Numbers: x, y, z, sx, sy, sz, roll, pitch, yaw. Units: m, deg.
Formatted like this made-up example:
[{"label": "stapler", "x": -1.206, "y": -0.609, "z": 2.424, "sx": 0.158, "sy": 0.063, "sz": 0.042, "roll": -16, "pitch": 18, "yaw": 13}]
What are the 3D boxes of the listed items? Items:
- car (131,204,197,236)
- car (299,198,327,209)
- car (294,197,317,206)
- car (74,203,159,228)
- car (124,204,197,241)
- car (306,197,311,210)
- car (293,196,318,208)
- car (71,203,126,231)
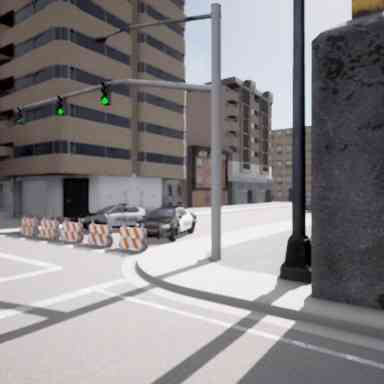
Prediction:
[{"label": "car", "x": -1.238, "y": 1.290, "z": 16.828, "sx": 1.853, "sy": 1.218, "sz": 4.536, "roll": 0, "pitch": 0, "yaw": 16}, {"label": "car", "x": 14.069, "y": 1.290, "z": 38.585, "sx": 1.853, "sy": 1.218, "sz": 4.536, "roll": 0, "pitch": 0, "yaw": 36}, {"label": "car", "x": 16.284, "y": 1.288, "z": 47.501, "sx": 1.853, "sy": 1.218, "sz": 4.536, "roll": 0, "pitch": 0, "yaw": 36}, {"label": "car", "x": -4.397, "y": 1.288, "z": 19.492, "sx": 4.536, "sy": 1.218, "sz": 1.853, "roll": 0, "pitch": 0, "yaw": -29}, {"label": "car", "x": -1.252, "y": 1.447, "z": 16.778, "sx": 2.038, "sy": 1.542, "sz": 4.974, "roll": 0, "pitch": 0, "yaw": 16}, {"label": "car", "x": 14.039, "y": 1.448, "z": 38.543, "sx": 2.038, "sy": 1.542, "sz": 4.974, "roll": 0, "pitch": 0, "yaw": 36}, {"label": "car", "x": 16.254, "y": 1.446, "z": 47.459, "sx": 2.038, "sy": 1.542, "sz": 4.974, "roll": 0, "pitch": 0, "yaw": 36}, {"label": "car", "x": -4.442, "y": 1.445, "z": 19.466, "sx": 4.974, "sy": 1.542, "sz": 2.038, "roll": 0, "pitch": 0, "yaw": -29}]
